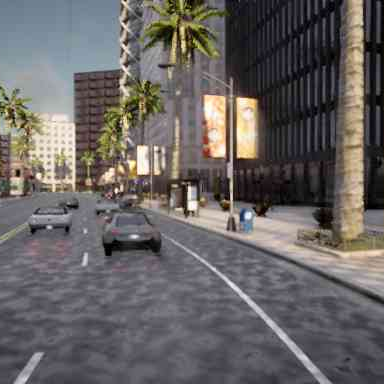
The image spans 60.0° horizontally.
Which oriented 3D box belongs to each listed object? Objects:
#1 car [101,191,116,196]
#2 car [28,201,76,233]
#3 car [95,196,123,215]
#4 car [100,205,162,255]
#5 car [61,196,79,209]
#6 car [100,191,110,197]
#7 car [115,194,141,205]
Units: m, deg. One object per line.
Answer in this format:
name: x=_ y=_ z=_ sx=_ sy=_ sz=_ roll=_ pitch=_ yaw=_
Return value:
car: x=-15.992 y=0.634 z=65.103 sx=2.185 sy=1.767 sz=4.553 roll=0 pitch=1 yaw=-18
car: x=-7.664 y=1.405 z=18.408 sx=1.895 sy=1.301 sz=4.718 roll=0 pitch=1 yaw=-18
car: x=-7.657 y=1.271 z=29.791 sx=1.895 sy=1.301 sz=4.718 roll=0 pitch=1 yaw=-18
car: x=-2.428 y=1.418 z=12.844 sx=1.994 sy=1.385 sz=4.181 roll=0 pitch=1 yaw=-15
car: x=-13.929 y=1.159 z=37.758 sx=1.994 sy=1.385 sz=4.181 roll=0 pitch=1 yaw=-18
car: x=-22.483 y=0.565 z=86.053 sx=2.161 sy=1.482 sz=4.786 roll=0 pitch=1 yaw=-18
car: x=-6.915 y=1.063 z=37.169 sx=2.231 sy=1.521 sz=4.892 roll=0 pitch=1 yaw=-18
